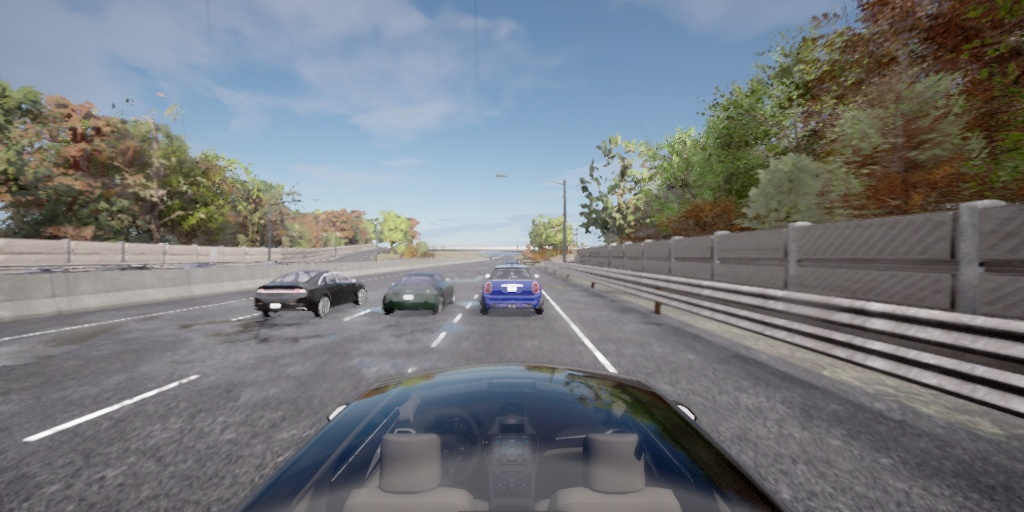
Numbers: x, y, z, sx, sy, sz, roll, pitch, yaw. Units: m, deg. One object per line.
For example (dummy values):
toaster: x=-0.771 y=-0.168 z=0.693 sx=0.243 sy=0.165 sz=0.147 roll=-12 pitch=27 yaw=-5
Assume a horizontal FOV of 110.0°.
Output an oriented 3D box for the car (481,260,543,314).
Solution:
car: x=0.002 y=1.109 z=13.910 sx=2.097 sy=1.767 sz=4.553 roll=0 pitch=0 yaw=0

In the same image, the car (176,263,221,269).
car: x=-28.082 y=1.336 z=32.068 sx=2.033 sy=1.411 sz=5.357 roll=0 pitch=0 yaw=0

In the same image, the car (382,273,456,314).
car: x=-3.395 y=1.322 z=13.764 sx=1.994 sy=1.385 sz=4.181 roll=0 pitch=0 yaw=0

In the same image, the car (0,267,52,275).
car: x=-31.587 y=1.374 z=23.788 sx=1.895 sy=1.301 sz=4.718 roll=0 pitch=0 yaw=0

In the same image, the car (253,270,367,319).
car: x=-6.894 y=1.249 z=12.878 sx=2.128 sy=1.511 sz=4.902 roll=0 pitch=0 yaw=0

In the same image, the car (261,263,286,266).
car: x=-21.084 y=1.334 z=31.467 sx=2.033 sy=1.411 sz=5.357 roll=0 pitch=0 yaw=0

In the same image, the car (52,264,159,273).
car: x=-24.578 y=1.277 z=22.422 sx=1.837 sy=1.490 sz=4.892 roll=0 pitch=-1 yaw=0
